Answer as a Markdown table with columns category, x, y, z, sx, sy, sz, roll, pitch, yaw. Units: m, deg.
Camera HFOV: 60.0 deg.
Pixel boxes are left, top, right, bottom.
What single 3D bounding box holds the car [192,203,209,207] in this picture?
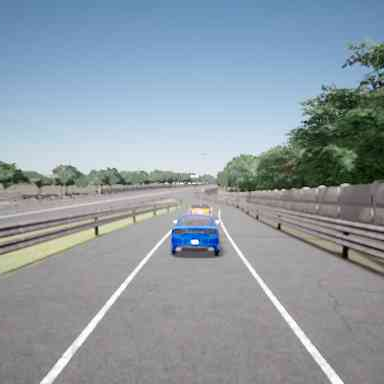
| category | x | y | z | sx | sy | sz | roll | pitch | yaw |
| --- | --- | --- | --- | --- | --- | --- | --- | --- | --- |
| car | 0.770 | 1.730 | 28.911 | 2.097 | 1.767 | 4.553 | 0 | -1 | 3 |

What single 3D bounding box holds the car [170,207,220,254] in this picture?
| category | x | y | z | sx | sy | sz | roll | pitch | yaw |
| --- | --- | --- | --- | --- | --- | --- | --- | --- | --- |
| car | 0.176 | 1.662 | 14.385 | 1.882 | 1.535 | 5.008 | 0 | -1 | 2 |
